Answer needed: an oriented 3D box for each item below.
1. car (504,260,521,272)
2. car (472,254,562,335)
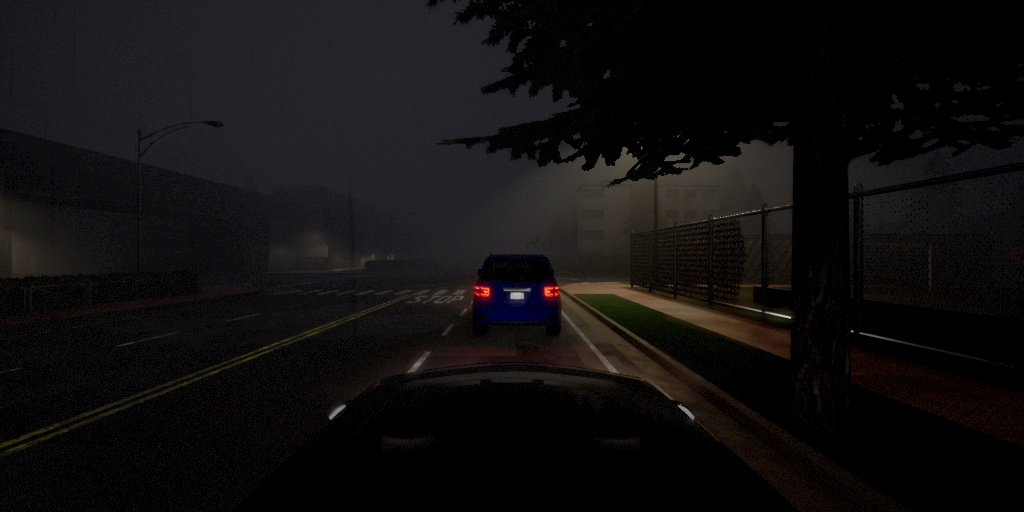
[{"bbox_3d":[0.067,1.241,46.450,2.128,1.511,4.902,0,0,-1],"label":"car"},{"bbox_3d":[0.125,0.972,10.594,2.150,2.045,5.566,0,0,0],"label":"car"}]
